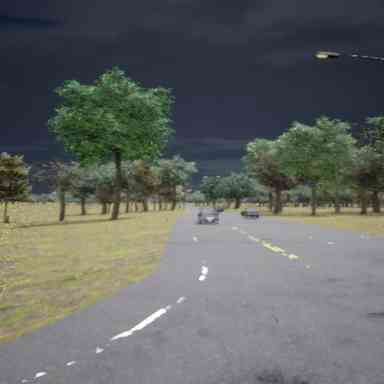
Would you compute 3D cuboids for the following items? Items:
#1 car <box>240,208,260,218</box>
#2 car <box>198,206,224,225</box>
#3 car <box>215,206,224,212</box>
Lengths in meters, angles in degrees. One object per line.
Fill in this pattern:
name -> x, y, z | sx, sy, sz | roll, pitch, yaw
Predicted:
car -> 8.203, 2.984, 47.215 | 2.033, 1.411, 5.357 | 0, -2, -2
car -> 1.584, 2.404, 32.802 | 2.128, 1.511, 4.902 | 0, -2, -2
car -> 7.147, 4.428, 86.872 | 1.812, 1.442, 4.674 | 0, -2, -2
